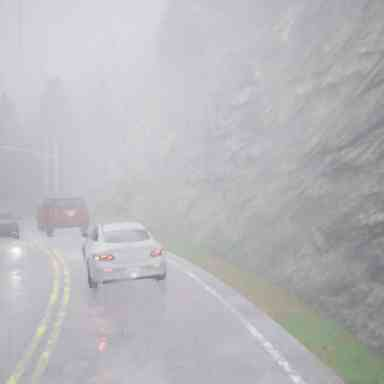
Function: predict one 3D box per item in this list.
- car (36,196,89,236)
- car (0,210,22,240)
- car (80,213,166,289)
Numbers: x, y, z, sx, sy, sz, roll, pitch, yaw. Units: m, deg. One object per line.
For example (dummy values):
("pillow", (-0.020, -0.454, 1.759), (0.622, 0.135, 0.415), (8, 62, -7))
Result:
("car", (-7.689, 1.314, 19.561), (2.150, 2.045, 5.566), (-3, 1, -32))
("car", (-10.262, 1.726, 17.601), (1.837, 1.490, 4.892), (-3, 0, -31))
("car", (-2.018, 1.518, 9.254), (1.812, 1.442, 4.674), (-2, 1, -20))
